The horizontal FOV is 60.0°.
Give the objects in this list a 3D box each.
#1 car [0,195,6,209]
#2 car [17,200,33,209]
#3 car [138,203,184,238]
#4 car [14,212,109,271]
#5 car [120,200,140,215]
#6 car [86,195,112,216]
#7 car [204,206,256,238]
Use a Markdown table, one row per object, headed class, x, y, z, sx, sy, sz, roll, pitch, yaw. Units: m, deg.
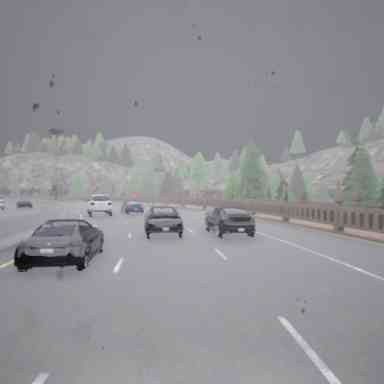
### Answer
| class | x | y | z | sx | sy | sz | roll | pitch | yaw |
| --- | --- | --- | --- | --- | --- | --- | --- | --- | --- |
| car | -27.847 | 1.418 | 47.332 | 2.150 | 2.045 | 5.566 | 0 | 0 | -32 |
| car | -24.147 | 1.781 | 47.996 | 1.895 | 1.301 | 4.718 | 0 | 0 | -31 |
| car | -1.618 | 1.509 | 17.821 | 2.128 | 1.511 | 4.902 | 0 | 0 | -10 |
| car | -4.174 | 1.577 | 11.086 | 1.994 | 1.385 | 4.181 | 0 | 0 | -6 |
| car | -6.369 | 1.589 | 35.342 | 1.812 | 1.442 | 4.674 | 0 | 0 | -20 |
| car | -9.405 | 1.291 | 33.667 | 2.150 | 2.045 | 5.566 | 0 | 0 | -20 |
| car | 1.916 | 1.516 | 17.898 | 1.837 | 1.490 | 4.892 | 0 | 0 | -9 |
